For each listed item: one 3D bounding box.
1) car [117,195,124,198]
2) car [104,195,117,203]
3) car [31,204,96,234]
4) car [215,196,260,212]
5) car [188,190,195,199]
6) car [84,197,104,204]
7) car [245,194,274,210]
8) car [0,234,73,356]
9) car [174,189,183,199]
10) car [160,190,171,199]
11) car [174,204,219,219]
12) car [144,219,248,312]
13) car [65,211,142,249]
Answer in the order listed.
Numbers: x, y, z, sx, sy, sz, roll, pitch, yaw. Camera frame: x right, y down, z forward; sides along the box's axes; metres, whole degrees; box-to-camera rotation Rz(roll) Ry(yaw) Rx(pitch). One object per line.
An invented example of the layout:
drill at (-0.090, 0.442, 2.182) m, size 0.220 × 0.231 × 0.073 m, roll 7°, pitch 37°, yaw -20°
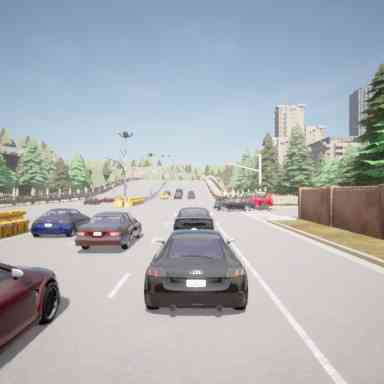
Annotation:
car at (-17.614, 1.477, 78.992) m, size 1.895 × 1.301 × 4.718 m, roll 0°, pitch 1°, yaw 0°
car at (-17.554, 1.594, 68.750) m, size 1.895 × 1.301 × 4.718 m, roll 0°, pitch 0°, yaw 0°
car at (-6.912, 1.564, 18.007) m, size 1.994 × 1.385 × 4.181 m, roll 0°, pitch 0°, yaw 0°
car at (4.924, 1.493, 38.694) m, size 4.902 × 1.511 × 2.128 m, roll 0°, pitch 0°, yaw -6°
car at (-0.166, 1.071, 87.428) m, size 1.994 × 1.385 × 4.181 m, roll 0°, pitch 4°, yaw 0°
car at (-17.598, 1.564, 58.680) m, size 1.994 × 1.385 × 4.181 m, roll 0°, pitch 0°, yaw 0°
car at (7.745, 1.223, 43.006) m, size 5.566 × 2.045 × 2.150 m, roll 0°, pitch 0°, yaw 8°
car at (-3.404, 1.564, 4.469) m, size 1.994 × 1.385 × 4.181 m, roll 0°, pitch 0°, yaw 0°
car at (-3.663, 0.903, 86.963) m, size 2.097 × 1.767 × 4.553 m, roll 0°, pitch 3°, yaw 0°
car at (-7.164, 1.024, 86.978) m, size 1.882 × 1.535 × 5.008 m, roll 0°, pitch 3°, yaw 0°
car at (0.090, 1.478, 16.803) m, size 1.882 × 1.535 × 5.008 m, roll 0°, pitch 0°, yaw 0°
car at (0.091, 1.564, 7.813) m, size 1.994 × 1.385 × 4.181 m, roll 0°, pitch 0°, yaw 1°
car at (-3.403, 1.547, 14.446) m, size 2.033 × 1.411 × 5.357 m, roll 0°, pitch 0°, yaw 0°
